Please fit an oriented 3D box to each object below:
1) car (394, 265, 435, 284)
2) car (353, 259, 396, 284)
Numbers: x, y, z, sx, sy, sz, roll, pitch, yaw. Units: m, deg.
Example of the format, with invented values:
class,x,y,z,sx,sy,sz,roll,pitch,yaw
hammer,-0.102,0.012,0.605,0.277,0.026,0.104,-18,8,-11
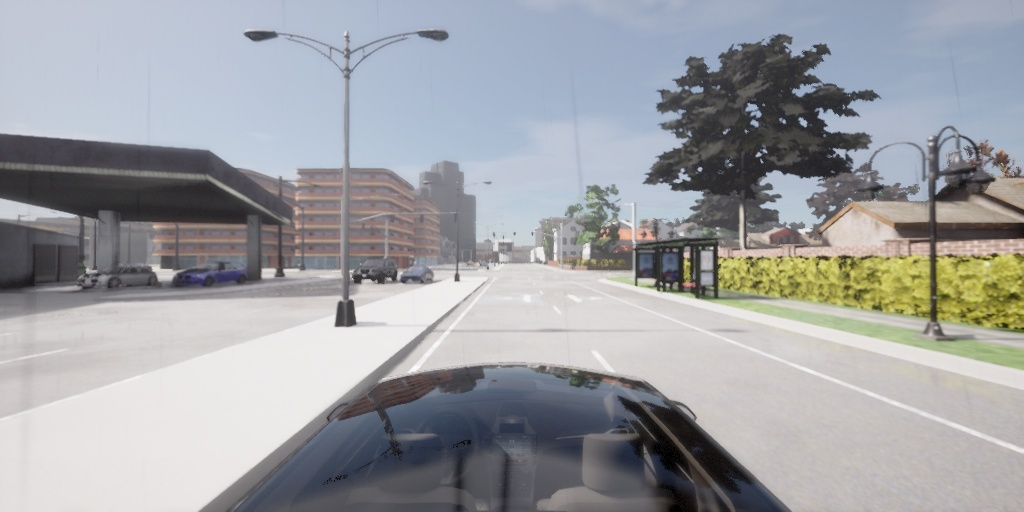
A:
class,x,y,z,sx,sy,sz,roll,pitch,yaw
car,-7.984,1.570,30.706,2.033,1.411,5.357,0,-1,0
car,-11.485,1.228,30.661,2.150,2.045,5.566,0,-1,0
